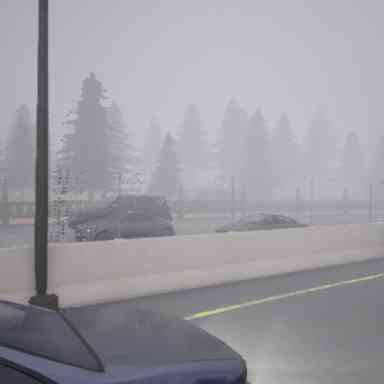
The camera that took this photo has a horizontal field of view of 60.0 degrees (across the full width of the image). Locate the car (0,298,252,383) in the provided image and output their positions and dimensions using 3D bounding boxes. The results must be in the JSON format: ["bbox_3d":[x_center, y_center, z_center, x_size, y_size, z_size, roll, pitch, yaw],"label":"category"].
[{"bbox_3d":[-2.025,1.526,2.240,5.357,1.411,2.033,0,0,-35],"label":"car"}]

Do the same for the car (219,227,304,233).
[{"bbox_3d":[2.926,1.585,13.799,4.181,1.385,1.994,1,0,-29],"label":"car"}]

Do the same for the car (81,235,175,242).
[{"bbox_3d":[-2.842,1.532,14.432,4.181,1.385,1.994,1,0,-31],"label":"car"}]
